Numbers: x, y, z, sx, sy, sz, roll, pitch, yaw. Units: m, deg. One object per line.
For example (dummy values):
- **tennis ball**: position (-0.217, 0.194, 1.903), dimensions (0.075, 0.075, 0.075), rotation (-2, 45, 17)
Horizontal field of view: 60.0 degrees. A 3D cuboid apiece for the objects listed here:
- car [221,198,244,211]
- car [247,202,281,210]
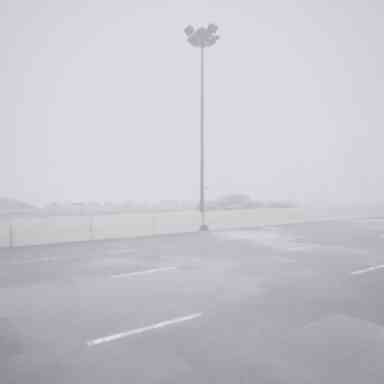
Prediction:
- **car**: position (5.670, 1.604, 33.840), dimensions (5.357, 1.411, 2.033), rotation (0, 0, -35)
- **car**: position (7.692, 1.604, 30.977), dimensions (5.357, 1.411, 2.033), rotation (0, 0, -35)
